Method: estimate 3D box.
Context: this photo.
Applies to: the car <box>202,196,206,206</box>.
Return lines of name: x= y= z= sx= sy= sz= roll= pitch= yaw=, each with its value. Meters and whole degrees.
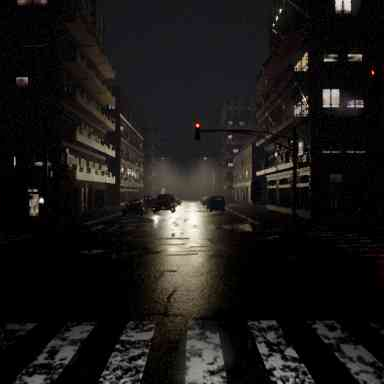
car: x=2.697 y=1.532 z=43.040 sx=1.887 sy=1.381 sz=4.507 roll=0 pitch=0 yaw=0

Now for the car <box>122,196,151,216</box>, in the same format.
car: x=-5.416 y=1.431 z=31.882 sx=1.967 sy=1.590 sz=4.097 roll=0 pitch=0 yaw=0

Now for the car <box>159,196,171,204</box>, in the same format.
car: x=-5.259 y=1.523 z=65.371 sx=1.887 sy=1.381 sz=4.507 roll=0 pitch=0 yaw=0

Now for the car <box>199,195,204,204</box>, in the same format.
car: x=2.614 y=1.549 z=54.202 sx=1.947 sy=1.339 sz=4.313 roll=0 pitch=0 yaw=0

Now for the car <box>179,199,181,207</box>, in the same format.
car: x=-2.786 y=1.547 z=52.148 sx=1.994 sy=1.385 sz=4.181 roll=0 pitch=0 yaw=0

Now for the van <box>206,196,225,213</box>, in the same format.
van: x=2.727 y=1.331 z=36.836 sx=1.690 sy=1.788 sz=3.998 roll=0 pitch=0 yaw=0

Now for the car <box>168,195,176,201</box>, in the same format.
car: x=-5.240 y=1.511 z=87.697 sx=2.008 sy=1.369 sz=4.403 roll=0 pitch=0 yaw=0

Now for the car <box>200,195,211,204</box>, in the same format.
car: x=2.622 y=1.418 z=65.364 sx=1.967 sy=1.590 sz=4.097 roll=0 pitch=0 yaw=0

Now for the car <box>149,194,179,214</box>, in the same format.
car: x=-2.817 y=1.209 z=35.245 sx=2.150 sy=2.045 sz=5.566 roll=0 pitch=0 yaw=0

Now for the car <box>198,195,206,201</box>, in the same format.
car: x=2.641 y=1.526 z=87.690 sx=1.947 sy=1.339 sz=4.313 roll=0 pitch=0 yaw=0

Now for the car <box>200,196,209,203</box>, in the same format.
car: x=2.627 y=1.519 z=70.946 sx=1.887 sy=1.381 sz=4.507 roll=0 pitch=0 yaw=0
